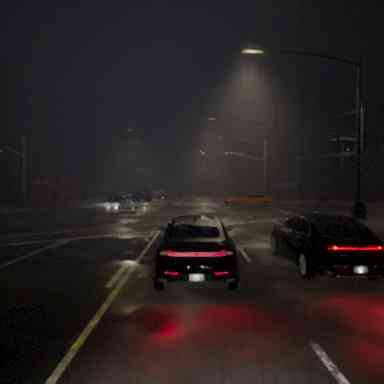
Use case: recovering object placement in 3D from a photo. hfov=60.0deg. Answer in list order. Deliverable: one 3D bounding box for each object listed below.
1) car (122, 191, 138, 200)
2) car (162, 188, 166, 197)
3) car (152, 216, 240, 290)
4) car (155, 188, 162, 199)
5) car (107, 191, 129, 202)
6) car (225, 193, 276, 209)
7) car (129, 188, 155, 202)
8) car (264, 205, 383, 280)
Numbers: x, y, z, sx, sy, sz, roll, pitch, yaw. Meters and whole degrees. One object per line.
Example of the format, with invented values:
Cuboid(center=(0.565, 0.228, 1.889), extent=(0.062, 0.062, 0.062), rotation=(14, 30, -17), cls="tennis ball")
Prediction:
Cuboid(center=(-10.634, 0.575, 57.411), extent=(1.812, 1.442, 4.674), rotation=(0, 1, 0), cls="car")
Cuboid(center=(-7.107, 0.115, 74.692), extent=(2.150, 2.045, 5.566), rotation=(0, 0, 0), cls="car")
Cuboid(center=(0.085, 1.362, 8.705), extent=(2.128, 1.511, 4.902), rotation=(0, 1, 0), cls="car")
Cuboid(center=(-7.122, 0.248, 59.748), extent=(2.150, 2.045, 5.566), rotation=(0, 0, 0), cls="car")
Cuboid(center=(-10.634, 0.652, 47.090), extent=(2.128, 1.511, 4.902), rotation=(0, 1, 0), cls="car")
Cuboid(center=(5.827, 0.852, 33.312), extent=(5.008, 1.535, 1.882), rotation=(0, 1, -5), cls="car")
Cuboid(center=(-7.123, 0.373, 47.747), extent=(2.150, 2.045, 5.566), rotation=(0, 1, 1), cls="car")
Cuboid(center=(3.590, 1.359, 9.496), extent=(1.837, 1.490, 4.892), rotation=(0, 1, 0), cls="car")
